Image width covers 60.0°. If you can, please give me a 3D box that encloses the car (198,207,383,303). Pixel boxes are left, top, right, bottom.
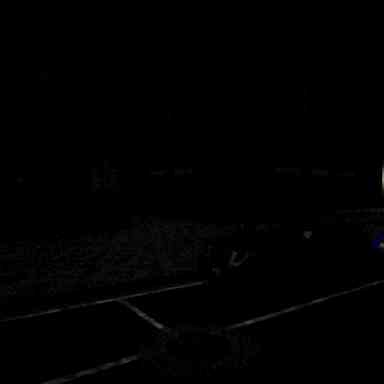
[{"bbox_3d":[2.555,1.363,8.478,5.009,1.841,2.192,0,0,-36],"label":"car"}]
